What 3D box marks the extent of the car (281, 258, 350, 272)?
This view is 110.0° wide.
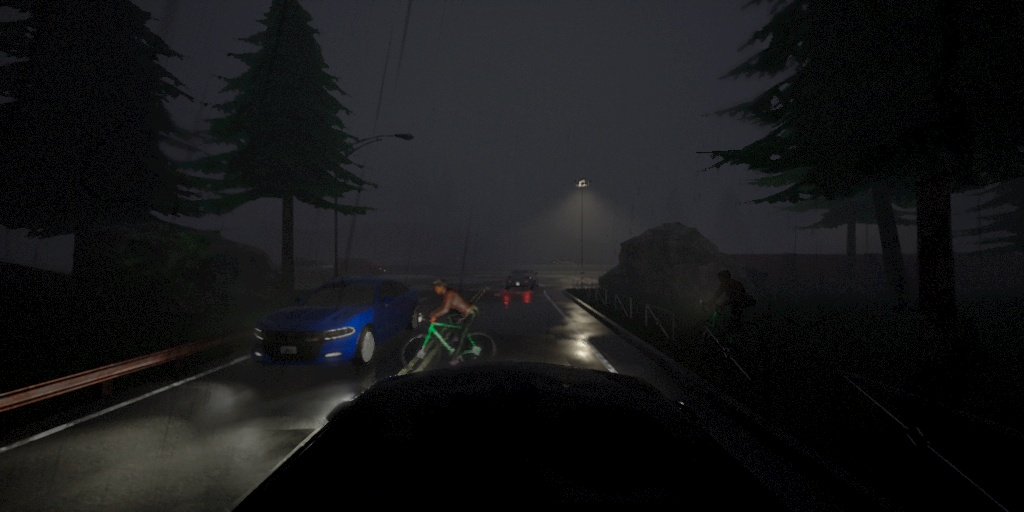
[{"bbox_3d":[-18.282,1.247,32.664,5.566,2.045,2.150,0,0,0],"label":"car"}]

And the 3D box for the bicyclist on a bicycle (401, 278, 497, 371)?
[{"bbox_3d":[-1.082,1.212,6.229,1.656,1.620,0.582,0,0,-12],"label":"bicyclist on a bicycle"}]

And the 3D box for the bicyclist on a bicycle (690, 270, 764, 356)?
[{"bbox_3d":[4.102,1.103,6.774,1.656,1.620,0.582,5,-1,-12],"label":"bicyclist on a bicycle"}]

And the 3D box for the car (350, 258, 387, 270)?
[{"bbox_3d":[-16.804,1.264,39.677,5.566,2.045,2.150,0,0,0],"label":"car"}]

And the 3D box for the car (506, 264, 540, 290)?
[{"bbox_3d":[0.764,1.529,24.792,1.812,1.442,4.674,-1,0,10],"label":"car"}]

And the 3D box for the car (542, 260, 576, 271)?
[{"bbox_3d":[7.032,1.597,50.560,4.674,1.442,1.812,0,0,0],"label":"car"}]

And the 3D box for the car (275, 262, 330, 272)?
[{"bbox_3d":[-18.018,1.494,29.166,5.008,1.535,1.882,0,0,0],"label":"car"}]

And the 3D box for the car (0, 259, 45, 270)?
[{"bbox_3d":[-46.692,1.249,32.486,5.566,2.045,2.150,0,0,0],"label":"car"}]

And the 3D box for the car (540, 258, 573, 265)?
[{"bbox_3d":[7.212,1.314,57.562,5.566,2.045,2.150,0,0,0],"label":"car"}]

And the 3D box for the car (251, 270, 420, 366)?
[{"bbox_3d":[-3.564,1.245,8.244,1.882,1.535,5.008,0,0,1],"label":"car"}]
